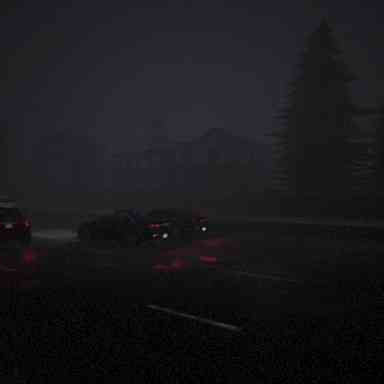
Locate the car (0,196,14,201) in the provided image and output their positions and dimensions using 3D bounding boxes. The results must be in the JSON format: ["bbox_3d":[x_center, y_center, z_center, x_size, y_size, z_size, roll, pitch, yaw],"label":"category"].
[{"bbox_3d":[-17.763,1.371,29.543,5.566,2.045,2.150,0,0,36],"label":"car"}]

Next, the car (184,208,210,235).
[{"bbox_3d":[-1.370,1.561,17.837,4.892,1.490,1.837,0,0,36],"label":"car"}]

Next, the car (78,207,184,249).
[{"bbox_3d":[-3.040,1.545,14.726,4.902,1.511,2.128,0,0,36],"label":"car"}]

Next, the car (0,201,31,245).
[{"bbox_3d":[-9.204,1.427,14.839,4.553,1.767,2.097,0,0,36],"label":"car"}]
